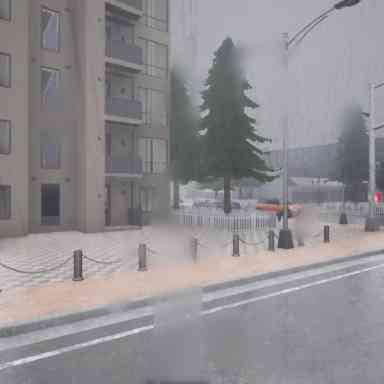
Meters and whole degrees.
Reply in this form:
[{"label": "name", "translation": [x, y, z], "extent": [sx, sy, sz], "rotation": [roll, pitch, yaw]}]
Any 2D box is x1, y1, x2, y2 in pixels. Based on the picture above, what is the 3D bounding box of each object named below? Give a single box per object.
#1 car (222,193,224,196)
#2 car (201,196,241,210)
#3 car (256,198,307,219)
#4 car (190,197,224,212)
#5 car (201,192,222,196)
[{"label": "car", "translation": [7.454, 1.092, 94.739], "extent": [1.905, 1.878, 3.866], "rotation": [0, 0, -37]}, {"label": "car", "translation": [3.613, 1.563, 41.332], "extent": [2.033, 1.411, 5.357], "rotation": [0, 0, -37]}, {"label": "car", "translation": [7.869, 1.367, 29.606], "extent": [2.097, 1.767, 4.553], "rotation": [0, 0, -37]}, {"label": "car", "translation": [1.823, 1.579, 37.593], "extent": [1.994, 1.385, 4.181], "rotation": [0, 0, -37]}, {"label": "car", "translation": [5.368, 1.113, 92.674], "extent": [1.932, 1.855, 4.605], "rotation": [0, 0, -37]}]
